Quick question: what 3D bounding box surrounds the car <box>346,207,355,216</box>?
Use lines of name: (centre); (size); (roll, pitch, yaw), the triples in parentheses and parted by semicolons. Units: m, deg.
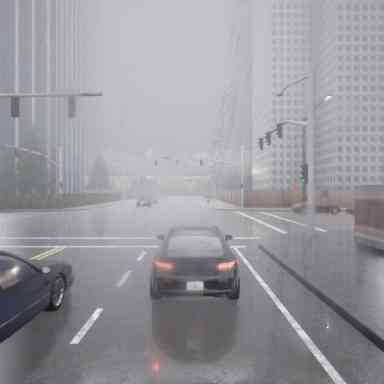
car: (16.852, 1.547, 29.974); (5.357, 1.411, 2.033); (0, 0, 0)

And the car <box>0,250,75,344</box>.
car: (-3.446, 1.547, 4.690); (2.033, 1.411, 5.357); (0, 0, 0)

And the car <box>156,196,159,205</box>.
car: (-7.132, 1.491, 60.301); (2.128, 1.511, 4.902); (0, 0, 0)

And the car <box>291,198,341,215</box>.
car: (12.378, 1.352, 33.492); (4.553, 1.767, 2.097); (0, 0, 0)

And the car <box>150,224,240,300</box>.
car: (0.069, 1.526, 8.286); (1.812, 1.442, 4.674); (0, 0, 0)

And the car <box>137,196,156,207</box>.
car: (-7.147, 1.491, 50.240); (2.128, 1.511, 4.902); (0, 0, 0)
